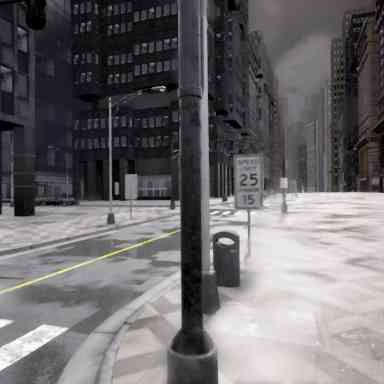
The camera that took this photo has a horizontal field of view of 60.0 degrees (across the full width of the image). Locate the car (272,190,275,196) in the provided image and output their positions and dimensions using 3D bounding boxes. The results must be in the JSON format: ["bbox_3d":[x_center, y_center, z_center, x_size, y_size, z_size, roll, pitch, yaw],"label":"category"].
[{"bbox_3d":[18.298,0.296,77.404,1.994,1.385,4.181,-1,1,19],"label":"car"}]

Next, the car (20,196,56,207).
[{"bbox_3d":[-20.614,1.251,44.492,4.181,1.385,1.994,-1,0,19],"label":"car"}]

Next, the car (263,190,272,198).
[{"bbox_3d":[13.553,0.456,63.625,1.837,1.490,4.892,-1,0,19],"label":"car"}]

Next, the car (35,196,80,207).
[{"bbox_3d":[-15.822,1.224,39.470,4.718,1.301,1.895,-1,0,19],"label":"car"}]
